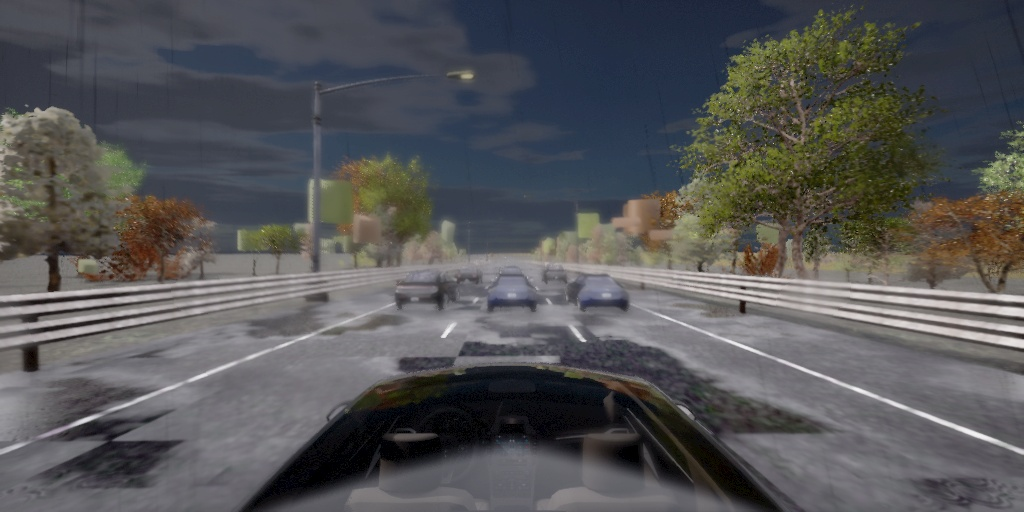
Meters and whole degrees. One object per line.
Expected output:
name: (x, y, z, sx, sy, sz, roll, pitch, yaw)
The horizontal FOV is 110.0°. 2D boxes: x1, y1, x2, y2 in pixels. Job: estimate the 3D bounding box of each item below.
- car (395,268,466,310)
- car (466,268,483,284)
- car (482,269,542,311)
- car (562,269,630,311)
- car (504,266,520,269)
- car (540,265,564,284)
car: (-3.488, 1.371, 15.356, 2.128, 1.511, 4.902, 0, 0, 0)
car: (-3.505, 1.621, 30.085, 1.895, 1.301, 4.718, 0, -1, 0)
car: (0.013, 1.442, 15.302, 1.994, 1.385, 4.181, 0, 0, 0)
car: (3.513, 1.442, 15.282, 1.994, 1.385, 4.181, 0, 0, 0)
car: (-0.013, 1.560, 29.355, 2.033, 1.411, 5.357, 0, -1, 0)
car: (3.499, 1.515, 30.365, 2.128, 1.511, 4.902, 0, 0, 0)
